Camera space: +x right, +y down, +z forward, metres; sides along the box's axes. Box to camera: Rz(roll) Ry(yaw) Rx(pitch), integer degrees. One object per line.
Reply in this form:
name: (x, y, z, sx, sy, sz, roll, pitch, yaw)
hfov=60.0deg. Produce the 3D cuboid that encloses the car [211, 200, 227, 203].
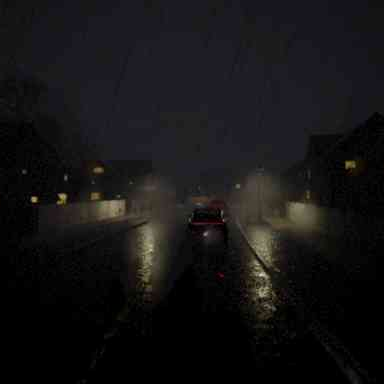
car: (2.792, 1.529, 34.216, 1.882, 1.535, 5.008, 0, 0, 8)

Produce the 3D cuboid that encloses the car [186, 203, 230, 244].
car: (0.771, 1.504, 15.852, 2.128, 1.511, 4.902, 0, 0, 4)
